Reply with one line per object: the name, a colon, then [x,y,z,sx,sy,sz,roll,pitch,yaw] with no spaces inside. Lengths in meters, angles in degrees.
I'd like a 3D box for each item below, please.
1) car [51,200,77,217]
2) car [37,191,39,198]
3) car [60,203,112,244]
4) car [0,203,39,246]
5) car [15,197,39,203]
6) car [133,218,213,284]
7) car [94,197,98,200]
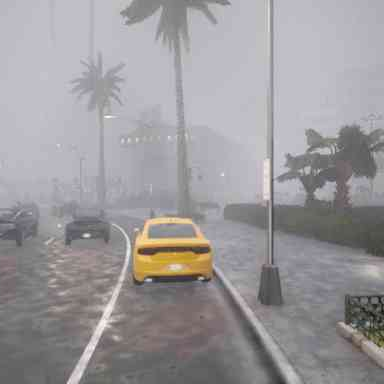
car: [-11.876,1.499,31.225,1.837,1.490,4.892,0,0,-35]
car: [-33.931,1.226,68.961,4.553,1.767,2.185,0,0,24]
car: [-4.915,1.504,15.964,1.837,1.490,4.892,0,0,-14]
car: [-8.314,1.486,15.128,2.128,1.511,4.902,0,0,-14]
car: [-14.768,1.496,29.255,1.837,1.490,4.892,0,0,-35]
car: [-0.674,1.477,9.661,1.882,1.535,5.008,0,0,-7]
car: [-26.644,1.554,85.529,4.718,1.301,1.895,0,0,24]
